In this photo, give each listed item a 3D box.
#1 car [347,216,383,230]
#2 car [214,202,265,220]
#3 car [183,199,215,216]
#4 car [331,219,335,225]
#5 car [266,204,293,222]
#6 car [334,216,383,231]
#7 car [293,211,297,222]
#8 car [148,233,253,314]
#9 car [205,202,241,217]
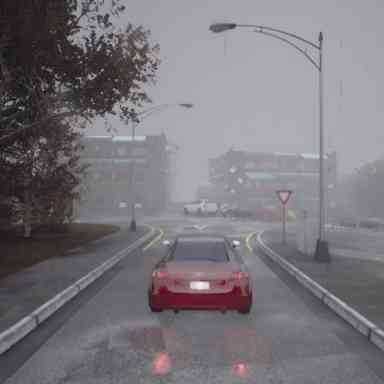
[{"bbox_3d":[24.510,4.287,46.520,2.002,1.452,4.674,7,-3,-31],"label":"car"},{"bbox_3d":[5.276,2.141,37.356,4.553,1.767,2.097,4,-2,-11],"label":"car"},{"bbox_3d":[0.979,1.903,41.762,2.435,2.045,5.566,1,-2,-31],"label":"car"},{"bbox_3d":[21.551,4.005,45.941,2.002,1.452,4.674,6,-3,-31],"label":"car"},{"bbox_3d":[9.792,2.590,43.601,2.435,2.045,5.566,7,-3,-32],"label":"car"},{"bbox_3d":[18.475,3.372,35.851,4.902,1.511,2.128,6,-2,-14],"label":"car"},{"bbox_3d":[12.610,3.118,44.366,1.946,1.575,5.366,6,-3,-31],"label":"car"},{"bbox_3d":[0.212,1.638,7.820,1.994,1.385,4.181,0,-1,2],"label":"car"},{"bbox_3d":[3.846,2.187,42.415,2.185,1.767,4.553,4,-3,-32],"label":"car"}]
